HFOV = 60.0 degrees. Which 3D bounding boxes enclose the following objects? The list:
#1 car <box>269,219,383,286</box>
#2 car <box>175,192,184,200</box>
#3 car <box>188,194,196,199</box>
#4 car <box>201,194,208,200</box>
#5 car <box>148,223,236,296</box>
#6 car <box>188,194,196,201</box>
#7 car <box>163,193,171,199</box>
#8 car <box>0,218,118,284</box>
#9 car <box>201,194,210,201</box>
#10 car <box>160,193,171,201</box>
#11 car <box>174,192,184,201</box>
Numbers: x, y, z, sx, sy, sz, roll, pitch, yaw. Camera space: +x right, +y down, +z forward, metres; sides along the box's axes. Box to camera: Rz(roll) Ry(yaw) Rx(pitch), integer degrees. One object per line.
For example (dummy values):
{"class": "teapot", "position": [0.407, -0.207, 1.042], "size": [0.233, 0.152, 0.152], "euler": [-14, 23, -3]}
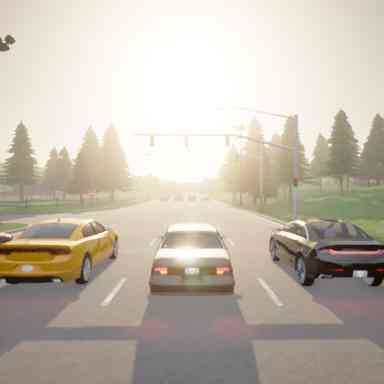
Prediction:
{"class": "car", "position": [3.511, 1.490, 9.349], "size": [2.128, 1.511, 4.902], "euler": [0, 0, 0]}
{"class": "car", "position": [-3.510, 1.046, 93.963], "size": [2.150, 2.045, 5.566], "euler": [0, 0, 0]}
{"class": "car", "position": [-0.010, 1.373, 93.934], "size": [1.994, 1.385, 4.181], "euler": [0, 0, 0]}
{"class": "car", "position": [3.490, 1.345, 93.934], "size": [1.812, 1.442, 4.674], "euler": [0, 0, 0]}
{"class": "car", "position": [0.004, 1.546, 8.828], "size": [2.033, 1.411, 5.357], "euler": [0, 0, 0]}
{"class": "car", "position": [-0.009, 1.336, 83.867], "size": [2.097, 1.767, 4.553], "euler": [0, 0, 0]}
{"class": "car", "position": [-7.010, 1.176, 93.903], "size": [2.097, 1.767, 4.553], "euler": [0, 0, 0]}
{"class": "car", "position": [-3.488, 1.476, 9.582], "size": [1.882, 1.535, 5.008], "euler": [0, 0, 1]}
{"class": "car", "position": [3.491, 1.506, 83.931], "size": [1.812, 1.442, 4.674], "euler": [0, 0, 0]}
{"class": "car", "position": [-7.009, 1.481, 83.513], "size": [1.837, 1.490, 4.892], "euler": [0, 0, 0]}
{"class": "car", "position": [-3.509, 1.459, 83.514], "size": [1.882, 1.535, 5.008], "euler": [0, 0, 0]}
